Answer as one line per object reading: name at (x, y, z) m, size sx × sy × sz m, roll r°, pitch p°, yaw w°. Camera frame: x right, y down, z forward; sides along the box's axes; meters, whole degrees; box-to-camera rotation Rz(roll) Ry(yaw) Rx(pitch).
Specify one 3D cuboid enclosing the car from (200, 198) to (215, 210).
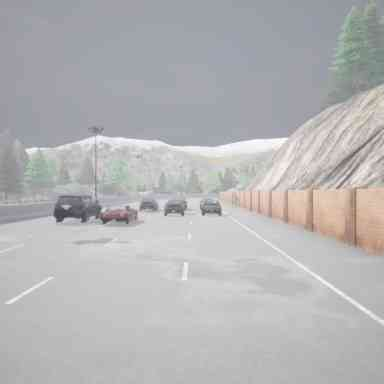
car at (1.927, 1.526, 42.853) m, size 1.812 × 1.442 × 4.674 m, roll 0°, pitch 0°, yaw 1°

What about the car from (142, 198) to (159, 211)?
car at (-5.095, 1.504, 39.890) m, size 1.837 × 1.490 × 4.892 m, roll 0°, pitch 0°, yaw 0°

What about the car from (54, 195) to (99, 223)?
car at (-8.707, 1.223, 25.784) m, size 2.150 × 2.045 × 5.566 m, roll 0°, pitch 0°, yaw 0°

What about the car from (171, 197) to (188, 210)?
car at (-1.571, 1.478, 42.981) m, size 1.882 × 1.535 × 5.008 m, roll 0°, pitch 0°, yaw 0°

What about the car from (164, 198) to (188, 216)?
car at (-1.652, 1.505, 32.537) m, size 1.837 × 1.490 × 4.892 m, roll 0°, pitch 0°, yaw 0°

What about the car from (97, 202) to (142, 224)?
car at (-5.217, 1.601, 24.473) m, size 1.895 × 1.301 × 4.718 m, roll 0°, pitch 0°, yaw 0°

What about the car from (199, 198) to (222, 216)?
car at (1.849, 1.492, 32.721) m, size 2.128 × 1.511 × 4.902 m, roll 0°, pitch 0°, yaw 0°
